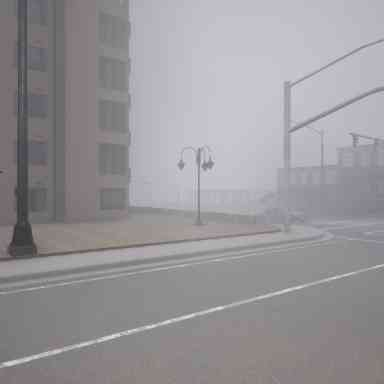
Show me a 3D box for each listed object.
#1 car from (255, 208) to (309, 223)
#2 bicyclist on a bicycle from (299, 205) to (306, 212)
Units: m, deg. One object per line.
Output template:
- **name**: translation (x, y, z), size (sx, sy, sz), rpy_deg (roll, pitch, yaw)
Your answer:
- **car**: translation (7.958, 2.096, 29.830), size (1.895, 1.301, 4.718), rpy_deg (0, -4, -36)
- **bicyclist on a bicycle**: translation (13.575, 2.464, 40.693), size (1.656, 1.620, 0.582), rpy_deg (0, -8, -35)
